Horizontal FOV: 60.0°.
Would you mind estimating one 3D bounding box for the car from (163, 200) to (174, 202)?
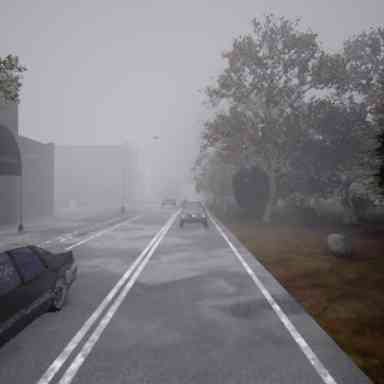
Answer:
[{"bbox_3d":[-3.117,1.278,45.850,1.994,1.385,4.181,0,0,1],"label":"car"}]

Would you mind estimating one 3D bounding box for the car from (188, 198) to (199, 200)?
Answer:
[{"bbox_3d":[0.196,1.534,41.633,1.882,1.535,5.008,0,0,1],"label":"car"}]

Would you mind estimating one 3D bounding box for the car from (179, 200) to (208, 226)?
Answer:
[{"bbox_3d":[0.103,1.524,22.883,2.033,1.411,5.357,0,0,0],"label":"car"}]

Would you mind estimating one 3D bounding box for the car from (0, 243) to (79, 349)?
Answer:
[{"bbox_3d":[-3.348,1.537,4.889,2.033,1.411,5.357,0,0,0],"label":"car"}]
